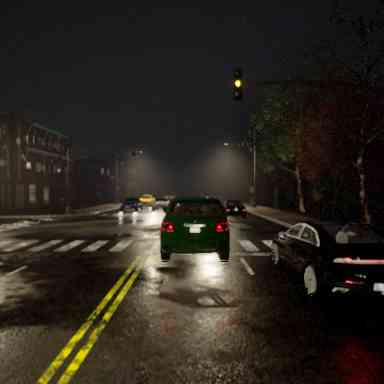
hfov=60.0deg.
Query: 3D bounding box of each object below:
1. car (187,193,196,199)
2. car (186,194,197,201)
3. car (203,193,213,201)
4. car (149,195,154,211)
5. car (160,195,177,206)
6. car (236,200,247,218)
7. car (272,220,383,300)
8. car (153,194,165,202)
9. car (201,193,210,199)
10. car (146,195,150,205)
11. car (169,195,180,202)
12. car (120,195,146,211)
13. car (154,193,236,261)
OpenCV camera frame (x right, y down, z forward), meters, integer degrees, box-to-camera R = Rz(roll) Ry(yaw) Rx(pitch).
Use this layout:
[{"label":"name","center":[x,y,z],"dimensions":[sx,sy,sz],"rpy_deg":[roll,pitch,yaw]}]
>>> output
[{"label":"car","center":[-0.043,0.912,78.639],"dimensions":[2.033,1.411,5.357],"rpy_deg":[0,0,0]},{"label":"car","center":[-0.038,1.102,68.221],"dimensions":[2.128,1.511,4.902],"rpy_deg":[0,0,0]},{"label":"car","center":[3.212,1.078,68.223],"dimensions":[1.882,1.535,5.008],"rpy_deg":[0,0,0]},{"label":"car","center":[-3.359,1.312,37.166],"dimensions":[1.812,1.442,4.674],"rpy_deg":[0,0,0]},{"label":"car","center":[-3.361,1.207,48.360],"dimensions":[2.128,1.511,4.902],"rpy_deg":[0,1,0]},{"label":"car","center":[3.336,1.388,27.740],"dimensions":[2.033,1.411,5.357],"rpy_deg":[0,0,0]},{"label":"car","center":[3.345,1.444,8.267],"dimensions":[2.128,1.511,4.902],"rpy_deg":[0,0,0]},{"label":"car","center":[-6.535,1.177,66.388],"dimensions":[1.994,1.385,4.181],"rpy_deg":[0,0,0]},{"label":"car","center":[3.207,0.912,78.641],"dimensions":[2.033,1.411,5.357],"rpy_deg":[0,0,0]},{"label":"car","center":[-6.603,1.196,48.720],"dimensions":[1.882,1.535,5.008],"rpy_deg":[0,1,1]},{"label":"car","center":[-3.304,1.233,63.152],"dimensions":[1.895,1.301,4.718],"rpy_deg":[0,0,1]},{"label":"car","center":[-6.638,1.312,37.012],"dimensions":[1.812,1.442,4.674],"rpy_deg":[0,0,1]},{"label":"car","center":[0.092,1.152,12.055],"dimensions":[2.150,2.045,5.566],"rpy_deg":[0,0,0]}]
